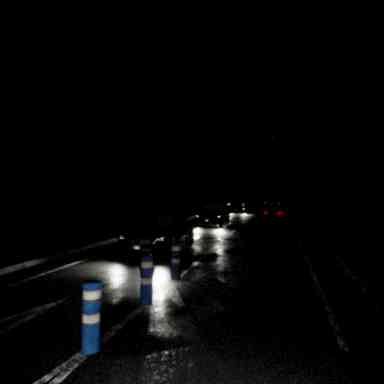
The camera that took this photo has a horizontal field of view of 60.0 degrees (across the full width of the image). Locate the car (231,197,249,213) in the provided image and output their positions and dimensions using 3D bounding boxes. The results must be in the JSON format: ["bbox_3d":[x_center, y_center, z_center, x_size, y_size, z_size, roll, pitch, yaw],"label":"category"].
[{"bbox_3d":[5.184,1.317,37.116,2.097,1.767,4.553,1,0,15],"label":"car"}]

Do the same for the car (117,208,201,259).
[{"bbox_3d":[-1.179,1.515,12.925,1.812,1.442,4.674,1,0,15],"label":"car"}]

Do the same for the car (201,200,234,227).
[{"bbox_3d":[1.532,1.524,23.281,1.812,1.442,4.674,1,1,15],"label":"car"}]

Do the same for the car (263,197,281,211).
[{"bbox_3d":[10.068,1.397,41.651,2.097,1.767,4.553,1,0,15],"label":"car"}]

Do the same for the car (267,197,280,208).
[{"bbox_3d":[12.608,1.623,51.374,1.837,1.490,4.892,1,0,15],"label":"car"}]
